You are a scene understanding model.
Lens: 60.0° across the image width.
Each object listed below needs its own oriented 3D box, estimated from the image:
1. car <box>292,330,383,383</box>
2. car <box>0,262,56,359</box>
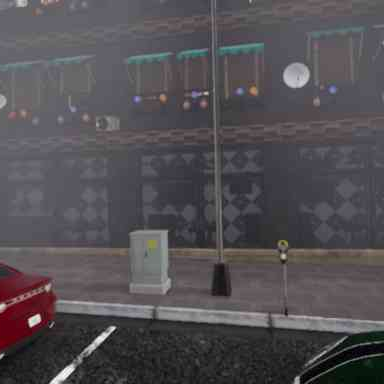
[{"bbox_3d":[2.808,1.349,1.668,4.553,1.767,2.097,0,0,10],"label":"car"},{"bbox_3d":[-4.240,1.532,4.732,4.507,1.381,1.887,0,-1,10],"label":"car"}]
